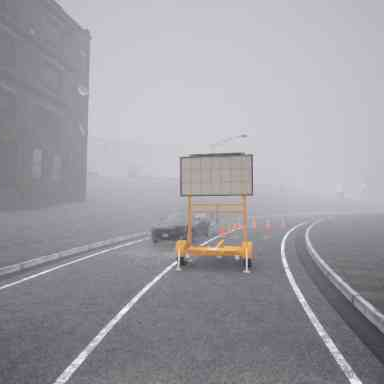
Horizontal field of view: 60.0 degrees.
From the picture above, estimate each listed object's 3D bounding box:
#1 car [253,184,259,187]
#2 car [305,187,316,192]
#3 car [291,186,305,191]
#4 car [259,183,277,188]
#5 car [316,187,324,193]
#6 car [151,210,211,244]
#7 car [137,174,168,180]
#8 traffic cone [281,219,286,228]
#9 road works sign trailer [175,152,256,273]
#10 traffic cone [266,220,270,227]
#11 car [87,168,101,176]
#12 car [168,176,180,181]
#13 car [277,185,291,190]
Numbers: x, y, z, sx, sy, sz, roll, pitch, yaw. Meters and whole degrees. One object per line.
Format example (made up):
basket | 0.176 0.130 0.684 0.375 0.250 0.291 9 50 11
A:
car | 11.076 -1.501 69.388 4.553 1.767 2.185 3 -6 -36
car | 28.273 -0.376 83.539 4.553 1.767 2.185 4 -6 -41
car | 24.045 -0.560 79.815 4.892 1.521 2.231 4 -6 -40
car | 15.603 -1.074 72.875 4.792 1.488 2.163 3 -6 -38
car | 32.413 -0.165 87.321 5.566 2.045 2.435 5 -6 -42
car | -0.411 1.660 16.923 1.882 1.535 5.008 -2 -1 18
car | -7.135 -2.324 56.832 4.892 1.521 2.231 2 -5 -33
traffic cone | 6.252 2.136 22.862 0.340 0.580 0.340 -2 -1 17
road works sign trailer | 0.841 0.530 11.035 2.380 3.560 2.880 -1 -1 12
traffic cone | 5.298 2.165 23.152 0.340 0.580 0.340 -2 -1 17
car | -16.330 -2.840 50.923 4.553 1.767 2.185 2 -5 -33
car | -2.501 -2.114 59.824 4.892 1.521 2.231 3 -5 -33
car | 19.899 -0.794 76.329 4.674 1.452 2.002 4 -6 -39
